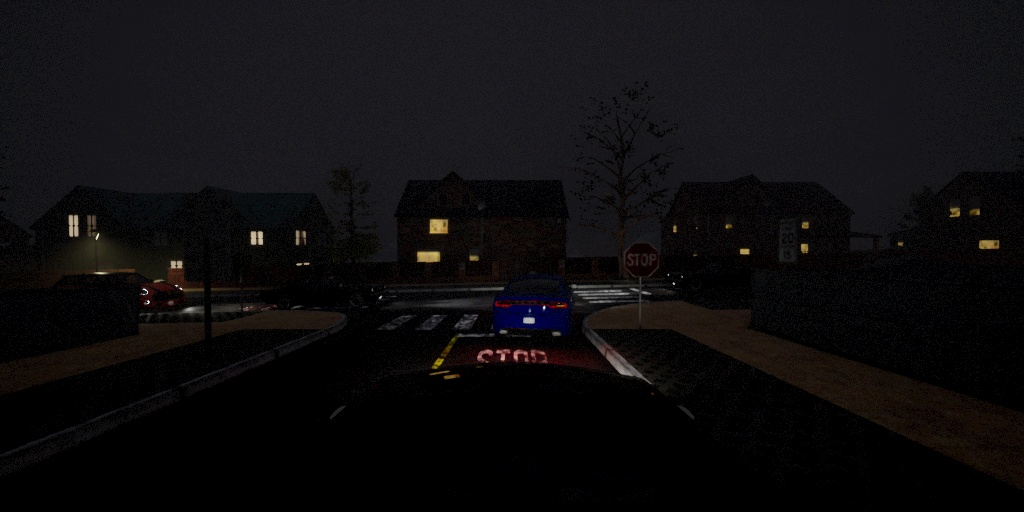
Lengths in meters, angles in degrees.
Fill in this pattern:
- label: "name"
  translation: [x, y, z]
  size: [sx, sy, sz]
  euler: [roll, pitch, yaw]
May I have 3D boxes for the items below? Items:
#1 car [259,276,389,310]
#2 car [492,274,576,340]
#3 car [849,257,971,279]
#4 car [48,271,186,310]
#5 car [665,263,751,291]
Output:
- label: "car"
  translation: [-7.819, 1.505, 15.294]
  size: [4.718, 1.301, 1.895]
  euler: [-1, 1, 0]
- label: "car"
  translation: [0.782, 1.226, 10.090]
  size: [1.882, 1.535, 5.008]
  euler: [0, 0, 10]
- label: "car"
  translation: [20.047, 0.752, 18.271]
  size: [5.357, 1.411, 2.033]
  euler: [-1, 1, 0]
- label: "car"
  translation: [-16.806, 1.471, 15.282]
  size: [4.553, 1.767, 2.097]
  euler: [-1, 1, 0]
- label: "car"
  translation: [10.402, 1.033, 18.230]
  size: [4.718, 1.301, 1.895]
  euler: [-1, 1, -1]
